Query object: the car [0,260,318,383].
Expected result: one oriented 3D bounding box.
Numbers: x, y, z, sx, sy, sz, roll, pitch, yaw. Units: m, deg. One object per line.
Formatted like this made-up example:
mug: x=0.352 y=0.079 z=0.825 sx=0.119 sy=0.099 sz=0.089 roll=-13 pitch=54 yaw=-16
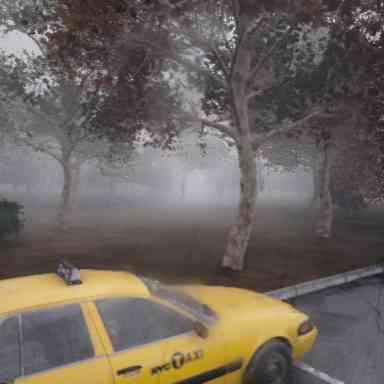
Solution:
car: x=-0.952 y=1.481 z=3.369 sx=5.366 sy=1.575 sz=1.946 roll=0 pitch=0 yaw=-33
